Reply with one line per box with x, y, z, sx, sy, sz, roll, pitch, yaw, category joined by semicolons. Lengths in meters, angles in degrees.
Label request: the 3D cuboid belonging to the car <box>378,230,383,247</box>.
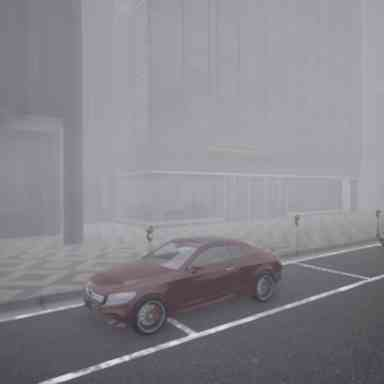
9.078;1.429;13.027;4.829;1.417;1.752;0;0;-36;car

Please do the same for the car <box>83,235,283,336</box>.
0.043;1.556;6.568;4.206;1.307;1.802;0;0;-36;car
